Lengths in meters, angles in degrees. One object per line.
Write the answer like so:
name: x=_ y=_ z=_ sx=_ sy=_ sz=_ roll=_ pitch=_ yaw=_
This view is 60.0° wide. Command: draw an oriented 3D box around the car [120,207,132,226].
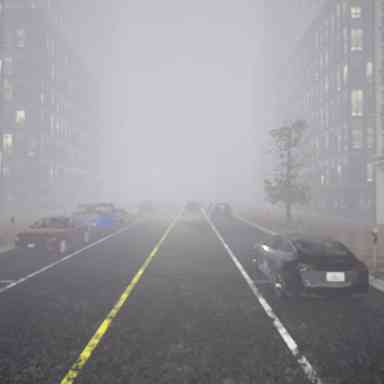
car: x=-5.689 y=1.817 z=25.408 sx=1.802 sy=1.307 sz=4.206 roll=0 pitch=-1 yaw=0

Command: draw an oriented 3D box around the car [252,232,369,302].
car: x=2.693 y=1.645 z=8.320 sx=1.947 sy=1.339 sz=4.313 roll=0 pitch=-1 yaw=0

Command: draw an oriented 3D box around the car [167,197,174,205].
car: x=-5.692 y=2.209 z=76.465 sx=1.752 sy=1.417 sz=4.829 roll=0 pitch=0 yaw=0

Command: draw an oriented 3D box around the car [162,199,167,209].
car: x=-5.691 y=2.053 z=53.868 sx=1.947 sy=1.339 sz=4.313 roll=0 pitch=-1 yaw=0

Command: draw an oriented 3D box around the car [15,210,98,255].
car: x=-5.688 y=1.676 z=14.024 sx=1.887 sy=1.381 sz=4.507 roll=0 pitch=-1 yaw=0

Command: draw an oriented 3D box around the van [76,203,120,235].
van: x=-5.688 y=1.524 z=19.718 sx=1.690 sy=1.788 sz=3.998 roll=0 pitch=-1 yaw=0

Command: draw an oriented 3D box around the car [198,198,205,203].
car: x=2.687 y=2.382 z=93.695 sx=2.008 sy=1.369 sz=4.403 roll=0 pitch=0 yaw=0

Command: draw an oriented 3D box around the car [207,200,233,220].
car: x=2.692 y=1.726 z=31.087 sx=1.967 sy=1.590 sz=4.097 roll=0 pitch=-1 yaw=0

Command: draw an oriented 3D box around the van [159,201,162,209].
van: x=-5.689 y=1.778 z=48.178 sx=1.690 sy=1.788 sz=3.998 roll=0 pitch=-1 yaw=0

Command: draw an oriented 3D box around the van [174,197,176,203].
van: x=-5.692 y=2.124 z=88.021 sx=1.690 sy=1.788 sz=3.998 roll=0 pitch=0 yaw=0

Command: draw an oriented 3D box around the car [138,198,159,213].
car: x=-5.689 y=1.827 z=42.484 sx=1.967 sy=1.590 sz=4.097 roll=0 pitch=-1 yaw=0

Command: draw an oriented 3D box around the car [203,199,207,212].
car: x=2.690 y=1.969 z=42.469 sx=1.802 sy=1.307 sz=4.206 roll=0 pitch=-1 yaw=0

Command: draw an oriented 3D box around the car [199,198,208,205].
car: x=2.689 y=2.125 z=76.621 sx=1.967 sy=1.590 sz=4.097 roll=0 pitch=0 yaw=0

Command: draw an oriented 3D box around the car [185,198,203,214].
car: x=0.097 y=1.857 z=41.582 sx=1.882 sy=1.535 sz=5.008 roll=0 pitch=-1 yaw=0

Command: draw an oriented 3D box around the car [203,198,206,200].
car: x=2.690 y=1.964 z=48.332 sx=1.752 sy=1.417 sz=4.829 roll=0 pitch=-1 yaw=0
